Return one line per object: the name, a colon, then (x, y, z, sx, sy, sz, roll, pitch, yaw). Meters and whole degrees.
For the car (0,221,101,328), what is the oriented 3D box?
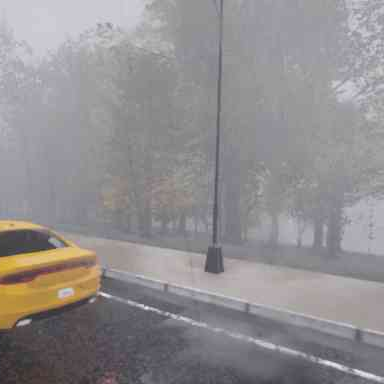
car: (-3.912, 1.304, 6.444, 5.008, 1.535, 1.882, 2, 1, 35)
